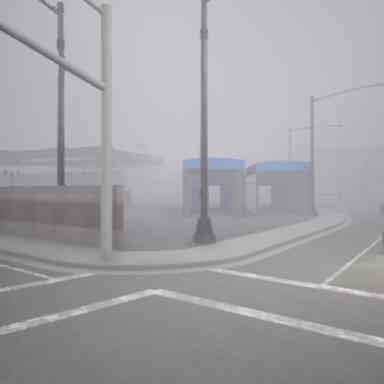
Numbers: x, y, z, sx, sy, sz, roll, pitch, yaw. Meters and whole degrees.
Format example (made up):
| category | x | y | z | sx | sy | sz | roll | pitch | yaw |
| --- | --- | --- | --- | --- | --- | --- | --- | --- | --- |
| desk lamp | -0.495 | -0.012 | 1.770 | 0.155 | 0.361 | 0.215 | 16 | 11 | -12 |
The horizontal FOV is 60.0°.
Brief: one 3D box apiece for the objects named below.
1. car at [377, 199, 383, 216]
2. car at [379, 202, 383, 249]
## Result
| category | x | y | z | sx | sy | sz | roll | pitch | yaw |
| --- | --- | --- | --- | --- | --- | --- | --- | --- | --- |
| car | 18.054 | 1.406 | 29.337 | 1.882 | 1.535 | 5.008 | 0 | 0 | 16 |
| car | 8.895 | 1.331 | 13.067 | 2.097 | 1.767 | 4.553 | 0 | 0 | 36 |
